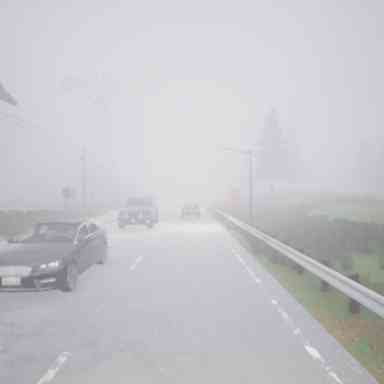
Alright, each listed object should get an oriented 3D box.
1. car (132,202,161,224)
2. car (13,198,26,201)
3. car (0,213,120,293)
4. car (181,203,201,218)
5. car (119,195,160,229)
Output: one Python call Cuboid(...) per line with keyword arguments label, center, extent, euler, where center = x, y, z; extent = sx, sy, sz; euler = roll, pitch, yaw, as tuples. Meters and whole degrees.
Cuboid(label="car", center=(-3.751, 1.728, 28.099), extent=(1.812, 1.442, 4.674), euler=(0, 1, 0))
Cuboid(label="car", center=(-32.738, 1.918, 63.174), extent=(1.784, 1.438, 3.905), euler=(0, 0, -1))
Cuboid(label="car", center=(-3.658, 1.549, 9.167), extent=(2.128, 1.511, 4.902), euler=(0, 0, 0))
Cuboid(label="car", center=(-0.128, 1.752, 32.806), extent=(2.033, 1.411, 5.357), euler=(0, 0, -1))
Cuboid(label="car", center=(-3.662, 1.305, 23.388), extent=(2.150, 2.045, 5.566), euler=(0, 3, 0))
